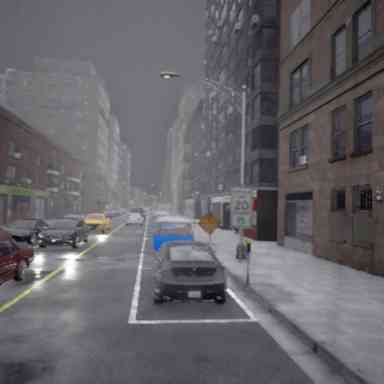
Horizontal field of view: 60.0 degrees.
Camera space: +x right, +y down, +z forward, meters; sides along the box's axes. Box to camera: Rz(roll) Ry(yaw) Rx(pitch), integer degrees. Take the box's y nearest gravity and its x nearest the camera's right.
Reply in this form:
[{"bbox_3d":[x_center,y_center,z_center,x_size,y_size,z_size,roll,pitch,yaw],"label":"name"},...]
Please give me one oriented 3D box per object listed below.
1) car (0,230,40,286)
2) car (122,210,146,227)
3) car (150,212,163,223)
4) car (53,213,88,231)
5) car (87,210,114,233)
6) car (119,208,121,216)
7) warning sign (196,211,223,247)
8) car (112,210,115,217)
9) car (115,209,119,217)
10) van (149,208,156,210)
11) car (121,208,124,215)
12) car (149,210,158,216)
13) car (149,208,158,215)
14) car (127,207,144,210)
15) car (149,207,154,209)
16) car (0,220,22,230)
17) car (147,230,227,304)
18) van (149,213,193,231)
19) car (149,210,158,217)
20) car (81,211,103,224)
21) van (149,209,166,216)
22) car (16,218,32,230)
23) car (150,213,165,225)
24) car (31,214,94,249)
[{"bbox_3d":[-5.649,1.849,8.273,1.895,1.301,4.718,2,-3,-7],"label":"car"},{"bbox_3d":[-6.493,3.115,37.724,1.812,1.442,4.674,2,-3,-6],"label":"car"},{"bbox_3d":[-5.284,3.654,48.672,1.752,1.417,4.829,2,-3,-7],"label":"car"},{"bbox_3d":[-11.060,2.686,30.602,2.008,1.369,4.403,2,-3,-7],"label":"car"},{"bbox_3d":[-8.244,2.602,28.702,1.882,1.535,5.008,2,-3,-7],"label":"car"},{"bbox_3d":[-15.381,4.123,64.391,1.887,1.381,4.507,2,-3,-7],"label":"car"},{"bbox_3d":[0.941,2.007,18.275,1.300,1.860,1.060,2,-3,-7],"label":"warning sign"},{"bbox_3d":[-13.940,3.642,53.128,1.887,1.381,4.507,2,-3,-7],"label":"car"},{"bbox_3d":[-14.660,3.888,58.759,2.008,1.369,4.403,2,-3,-7],"label":"car"},{"bbox_3d":[-3.097,2.741,31.619,1.690,1.788,3.998,2,-3,-7],"label":"van"},{"bbox_3d":[-16.101,4.384,70.021,1.947,1.339,4.313,2,-3,-7],"label":"car"},{"bbox_3d":[-9.584,5.113,82.291,2.008,1.369,4.403,2,-3,-7],"label":"car"},{"bbox_3d":[-10.298,5.117,87.933,2.192,1.841,5.009,2,-3,-7],"label":"car"},{"bbox_3d":[-7.946,3.288,48.866,2.150,2.045,5.566,2,-2,-7],"label":"car"},{"bbox_3d":[-8.141,4.523,71.034,1.967,1.590,4.097,2,-3,-7],"label":"car"},{"bbox_3d":[-8.900,1.993,13.707,1.802,1.307,4.206,2,-3,-7],"label":"car"},{"bbox_3d":[-0.221,1.985,9.083,2.008,1.369,4.403,2,-3,-7],"label":"car"},{"bbox_3d":[-0.936,2.017,14.724,1.690,1.788,3.998,2,-3,-7],"label":"van"},{"bbox_3d":[-8.864,4.867,76.660,1.887,1.381,4.507,2,-3,-7],"label":"car"},{"bbox_3d":[-12.500,3.182,41.864,1.947,1.339,4.313,2,-3,-7],"label":"car"},{"bbox_3d":[-2.376,2.500,25.987,1.690,1.788,3.998,2,-3,-7],"label":"van"},{"bbox_3d":[-9.620,2.219,19.339,1.947,1.339,4.313,2,-3,-7],"label":"car"},{"bbox_3d":[-4.543,3.463,42.870,1.802,1.307,4.206,2,-3,-7],"label":"car"},{"bbox_3d":[-6.940,2.188,18.407,1.837,1.490,4.892,2,-3,-7],"label":"car"}]
